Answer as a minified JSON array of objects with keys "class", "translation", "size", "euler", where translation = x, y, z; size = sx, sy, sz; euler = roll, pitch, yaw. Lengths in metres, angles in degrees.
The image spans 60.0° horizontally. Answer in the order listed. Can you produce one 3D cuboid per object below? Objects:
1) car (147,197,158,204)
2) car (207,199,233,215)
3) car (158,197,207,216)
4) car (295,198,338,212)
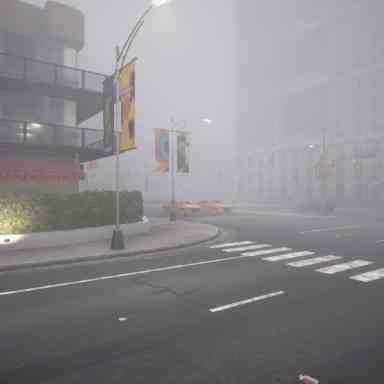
[{"class":"car","translation":[-6.163,1.601,59.267],"size":[4.718,1.301,1.895],"euler":[0,0,42]},{"class":"car","translation":[2.066,1.478,34.285],"size":[1.882,1.535,5.008],"euler":[0,0,-35]},{"class":"car","translation":[-1.062,1.478,32.648],"size":[1.882,1.535,5.008],"euler":[0,0,-35]},{"class":"car","translation":[13.996,1.504,37.624],"size":[1.837,1.490,4.892],"euler":[0,0,-36]}]
